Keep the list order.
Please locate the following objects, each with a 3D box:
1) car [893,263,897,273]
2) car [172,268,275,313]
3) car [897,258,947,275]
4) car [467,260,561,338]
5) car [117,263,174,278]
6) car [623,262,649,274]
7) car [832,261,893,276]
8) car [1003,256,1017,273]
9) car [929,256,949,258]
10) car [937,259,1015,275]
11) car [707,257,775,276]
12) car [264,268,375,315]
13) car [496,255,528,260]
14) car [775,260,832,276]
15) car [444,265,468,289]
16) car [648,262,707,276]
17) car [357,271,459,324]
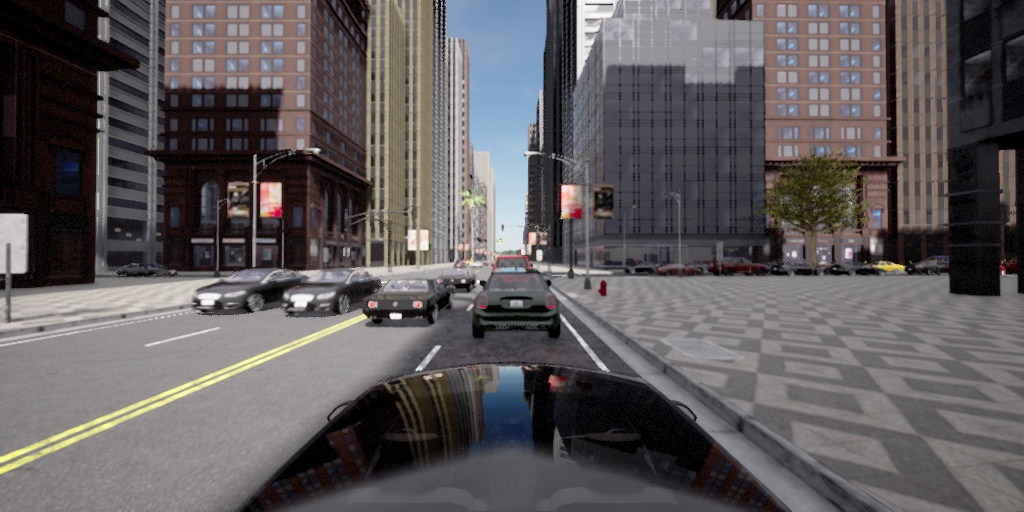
[{"bbox_3d":[43.219,1.255,42.230,4.829,1.417,1.751,0,0,-1],"label":"car"},{"bbox_3d":[-9.834,1.244,14.043,2.128,1.511,4.902,0,0,0],"label":"car"},{"bbox_3d":[42.600,1.192,36.327,4.674,1.442,1.812,0,-1,-1],"label":"car"},{"bbox_3d":[0.099,1.100,10.294,2.097,1.767,4.553,0,0,0],"label":"car"},{"bbox_3d":[-35.853,1.447,35.336,4.902,1.511,2.128,0,-1,0],"label":"car"},{"bbox_3d":[15.196,1.373,41.803,4.313,1.339,1.948,0,0,-1],"label":"car"},{"bbox_3d":[32.237,1.228,33.537,4.313,1.339,1.948,0,0,-1],"label":"car"},{"bbox_3d":[49.152,0.940,33.795,5.009,1.841,2.192,0,0,-1],"label":"car"},{"bbox_3d":[47.435,0.971,39.448,5.566,2.045,2.150,0,-1,-1],"label":"car"},{"bbox_3d":[43.513,1.181,33.710,4.507,1.381,1.888,0,0,-1],"label":"car"},{"bbox_3d":[20.963,1.009,33.365,5.009,1.841,2.192,0,0,-1],"label":"car"},{"bbox_3d":[-6.585,1.244,13.636,2.128,1.511,4.902,0,0,0],"label":"car"},{"bbox_3d":[0.004,0.986,19.814,2.150,2.045,5.566,0,0,0],"label":"car"},{"bbox_3d":[26.600,1.244,33.451,4.313,1.339,1.948,0,0,-1],"label":"car"},{"bbox_3d":[-3.146,1.369,21.117,1.895,1.301,4.718,0,0,0],"label":"car"},{"bbox_3d":[15.325,1.296,33.279,4.207,1.307,1.802,0,0,-1],"label":"car"},{"bbox_3d":[-3.145,1.351,11.949,1.895,1.301,4.718,0,0,0],"label":"car"}]
